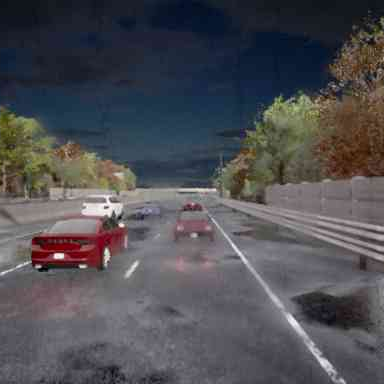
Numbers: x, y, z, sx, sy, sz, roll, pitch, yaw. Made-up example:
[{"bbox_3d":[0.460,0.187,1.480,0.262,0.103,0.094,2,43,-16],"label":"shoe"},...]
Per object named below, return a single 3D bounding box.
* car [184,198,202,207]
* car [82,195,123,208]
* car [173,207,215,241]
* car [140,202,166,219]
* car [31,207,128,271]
[{"bbox_3d":[0.096,1.430,39.151,2.097,1.767,4.553,0,0,0],"label":"car"},{"bbox_3d":[-6.896,1.268,26.156,2.150,2.045,5.566,0,0,0],"label":"car"},{"bbox_3d":[0.100,1.626,16.820,1.895,1.301,4.718,0,0,0],"label":"car"},{"bbox_3d":[-3.397,1.602,29.706,2.033,1.411,5.357,0,0,0],"label":"car"},{"bbox_3d":[-3.399,1.492,10.978,1.882,1.535,5.008,0,0,0],"label":"car"}]
